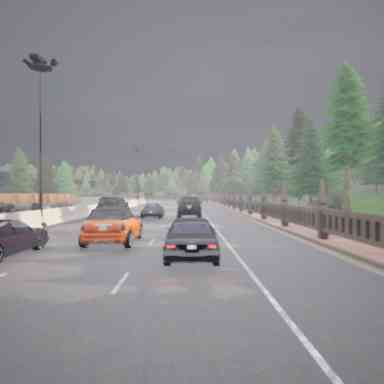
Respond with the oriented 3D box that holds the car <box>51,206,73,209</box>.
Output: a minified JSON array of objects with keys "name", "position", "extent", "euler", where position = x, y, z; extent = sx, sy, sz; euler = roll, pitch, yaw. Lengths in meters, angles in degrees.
[{"name":"car","position":[-14.493,1.882,36.657],"extent":[1.994,1.385,4.181],"euler":[0,0,-1]}]

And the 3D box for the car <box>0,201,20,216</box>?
[{"name":"car","position":[-21.495,1.844,36.984],"extent":[2.128,1.511,4.902],"euler":[0,0,-1]}]

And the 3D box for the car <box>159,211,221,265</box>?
[{"name":"car","position":[-0.028,1.631,11.952],"extent":[2.033,1.411,5.357],"euler":[0,0,0]}]

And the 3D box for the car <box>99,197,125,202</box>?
[{"name":"car","position":[-7.240,1.468,30.982],"extent":[2.150,2.045,5.566],"euler":[0,0,-1]}]

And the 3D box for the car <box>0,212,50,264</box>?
[{"name":"car","position":[-7.027,1.662,11.861],"extent":[2.033,1.411,5.357],"euler":[0,0,0]}]

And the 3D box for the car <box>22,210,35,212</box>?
[{"name":"car","position":[-17.990,1.859,36.475],"extent":[1.812,1.442,4.674],"euler":[0,0,-1]}]

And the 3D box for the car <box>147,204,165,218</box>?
[{"name":"car","position":[-3.753,1.803,32.271],"extent":[1.994,1.385,4.181],"euler":[0,0,-1]}]

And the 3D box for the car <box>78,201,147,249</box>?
[{"name":"car","position":[-3.563,1.474,15.345],"extent":[2.097,1.767,4.553],"euler":[0,0,-1]}]

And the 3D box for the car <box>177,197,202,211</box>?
[{"name":"car","position":[-0.240,1.436,31.025],"extent":[2.150,2.045,5.566],"euler":[0,0,-1]}]
